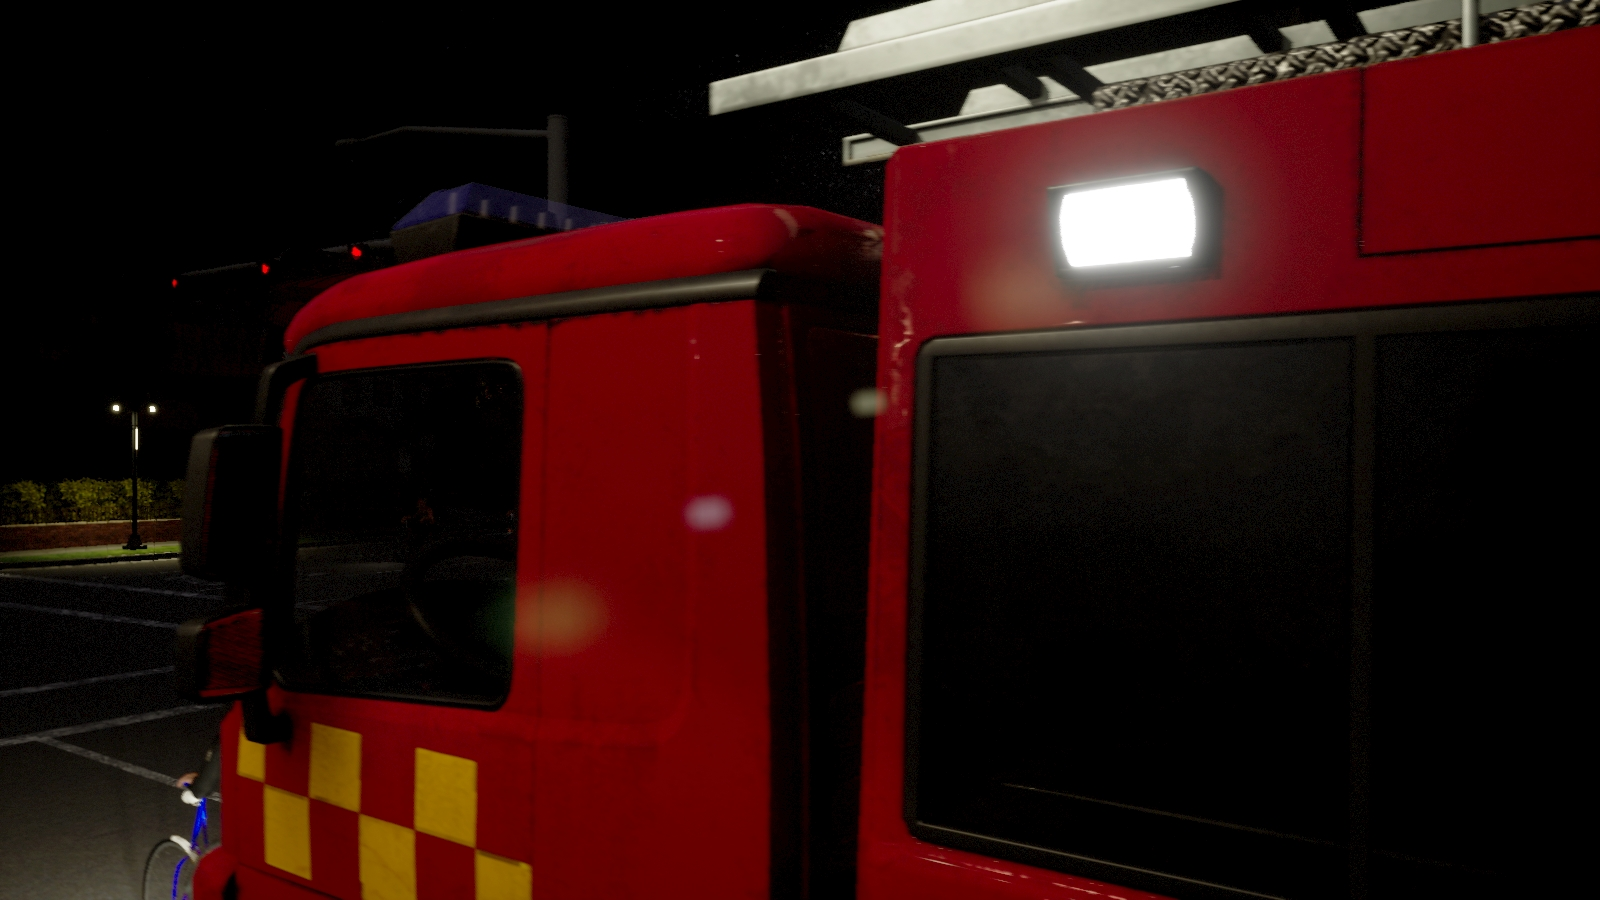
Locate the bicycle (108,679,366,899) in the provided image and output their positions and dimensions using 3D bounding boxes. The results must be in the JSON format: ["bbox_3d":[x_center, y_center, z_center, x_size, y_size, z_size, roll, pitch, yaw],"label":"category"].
[{"bbox_3d":[-2.902,2.048,5.801,1.835,1.496,0.329,0,0,35],"label":"bicycle"}]

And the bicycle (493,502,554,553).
[{"bbox_3d":[-7.734,2.145,32.008,0.859,1.301,1.487,0,0,34],"label":"bicycle"}]

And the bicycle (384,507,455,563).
[{"bbox_3d":[-9.665,2.145,29.034,0.859,1.301,1.487,0,0,35],"label":"bicycle"}]
